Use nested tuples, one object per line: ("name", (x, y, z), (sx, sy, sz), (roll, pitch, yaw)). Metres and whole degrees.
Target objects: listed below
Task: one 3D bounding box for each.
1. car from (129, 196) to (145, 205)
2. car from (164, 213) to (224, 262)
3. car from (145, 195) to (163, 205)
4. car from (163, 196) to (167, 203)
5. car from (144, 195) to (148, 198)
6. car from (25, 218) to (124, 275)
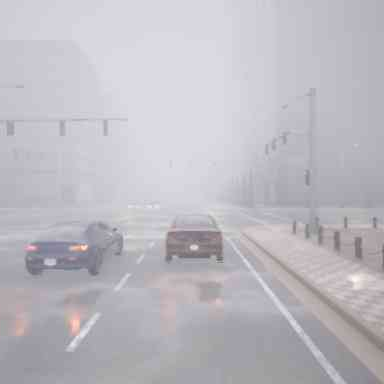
("car", (-10.500, 1.735, 61.959), (1.895, 1.301, 4.718), (0, 0, 1))
("car", (0.083, 1.505, 12.269), (1.882, 1.535, 5.008), (0, 0, 0))
("car", (-7.000, 1.735, 61.948), (1.895, 1.301, 4.718), (0, 0, 1))
("car", (-6.974, 1.693, 77.473), (1.812, 1.442, 4.674), (0, 0, 0))
("car", (-10.474, 1.524, 77.511), (2.097, 1.767, 4.553), (0, 0, 0))
("car", (-3.426, 1.549, 10.383), (1.812, 1.442, 4.674), (0, 0, 0))
